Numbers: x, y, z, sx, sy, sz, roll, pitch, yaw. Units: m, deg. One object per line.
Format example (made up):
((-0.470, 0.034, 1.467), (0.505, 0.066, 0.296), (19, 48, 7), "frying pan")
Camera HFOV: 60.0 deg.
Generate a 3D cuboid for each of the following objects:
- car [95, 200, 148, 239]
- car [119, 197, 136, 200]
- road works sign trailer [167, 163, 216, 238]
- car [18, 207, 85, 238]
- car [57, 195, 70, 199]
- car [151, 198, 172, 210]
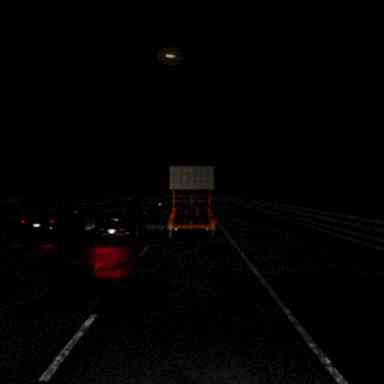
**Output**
((-3.407, 1.387, 16.534), (1.837, 1.490, 4.892), (0, 0, 0), "car")
((-6.918, 1.237, 36.115), (1.882, 1.535, 5.008), (0, 0, 0), "car")
((-0.009, 0.345, 16.780), (2.380, 3.560, 2.880), (0, 0, 0), "road works sign trailer")
((-6.909, 1.445, 16.816), (1.994, 1.385, 4.181), (0, 0, 0), "car")
((-24.538, 1.451, 63.778), (2.097, 1.767, 4.553), (0, -1, 0), "car")
((-3.419, 1.322, 37.537), (1.994, 1.385, 4.181), (0, 0, 0), "car")
